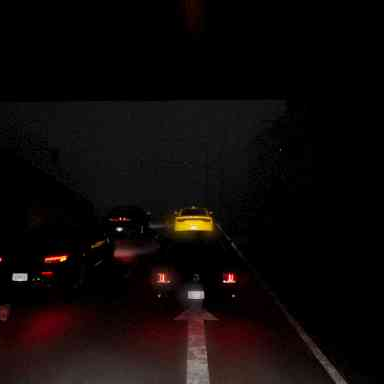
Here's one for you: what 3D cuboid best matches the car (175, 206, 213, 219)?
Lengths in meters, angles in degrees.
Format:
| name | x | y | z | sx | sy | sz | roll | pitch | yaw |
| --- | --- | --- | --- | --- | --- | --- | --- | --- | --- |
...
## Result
| name | x | y | z | sx | sy | sz | roll | pitch | yaw |
| --- | --- | --- | --- | --- | --- | --- | --- | --- | --- |
| car | 0.087 | 1.478 | 17.665 | 1.882 | 1.535 | 5.008 | 0 | 0 | 0 |

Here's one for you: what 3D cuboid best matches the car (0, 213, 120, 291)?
| name | x | y | z | sx | sy | sz | roll | pitch | yaw |
| --- | --- | --- | --- | --- | --- | --- | --- | --- | --- |
| car | -3.418 | 1.526 | 8.913 | 1.812 | 1.442 | 4.674 | 0 | 0 | 0 |

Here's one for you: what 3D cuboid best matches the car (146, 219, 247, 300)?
| name | x | y | z | sx | sy | sz | roll | pitch | yaw |
| --- | --- | --- | --- | --- | --- | --- | --- | --- | --- |
| car | 0.085 | 1.601 | 8.322 | 1.895 | 1.301 | 4.718 | 0 | 0 | 0 |

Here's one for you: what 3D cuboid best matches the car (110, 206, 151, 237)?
| name | x | y | z | sx | sy | sz | roll | pitch | yaw |
| --- | --- | --- | --- | --- | --- | --- | --- | --- | --- |
| car | -3.414 | 1.505 | 18.072 | 1.837 | 1.490 | 4.892 | 0 | 0 | 0 |
